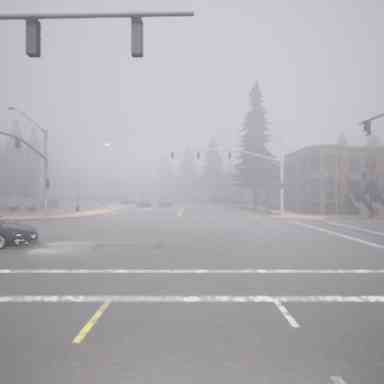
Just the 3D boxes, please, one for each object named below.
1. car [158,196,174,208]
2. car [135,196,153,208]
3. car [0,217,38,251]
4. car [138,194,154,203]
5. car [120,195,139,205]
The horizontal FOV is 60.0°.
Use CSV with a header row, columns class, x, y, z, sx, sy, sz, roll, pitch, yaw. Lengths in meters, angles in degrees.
class,x,y,z,sx,sy,sz,roll,pitch,yaw
car,-4.203,1.544,52.808,2.097,1.767,4.553,0,0,-11
car,-7.382,1.749,50.837,1.994,1.385,4.181,0,0,-10
car,-9.015,1.615,13.859,4.892,1.490,1.837,0,0,0
car,-9.654,1.470,67.769,2.150,2.045,5.566,0,0,-31
car,-12.836,1.719,66.215,1.882,1.535,5.008,0,0,-32
